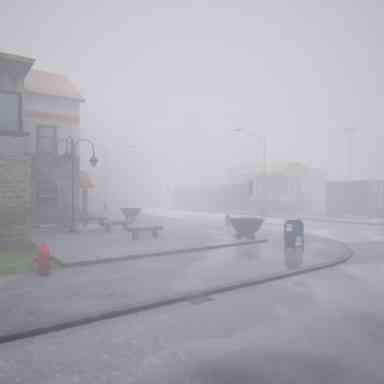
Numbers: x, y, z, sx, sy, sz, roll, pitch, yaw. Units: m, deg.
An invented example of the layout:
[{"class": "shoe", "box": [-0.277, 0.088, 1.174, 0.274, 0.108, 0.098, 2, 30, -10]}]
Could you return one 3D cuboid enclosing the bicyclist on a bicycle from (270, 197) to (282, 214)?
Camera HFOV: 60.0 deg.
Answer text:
[{"class": "bicyclist on a bicycle", "box": [8.116, 1.349, 32.064, 1.656, 1.620, 0.582, 0, 0, -35]}]
